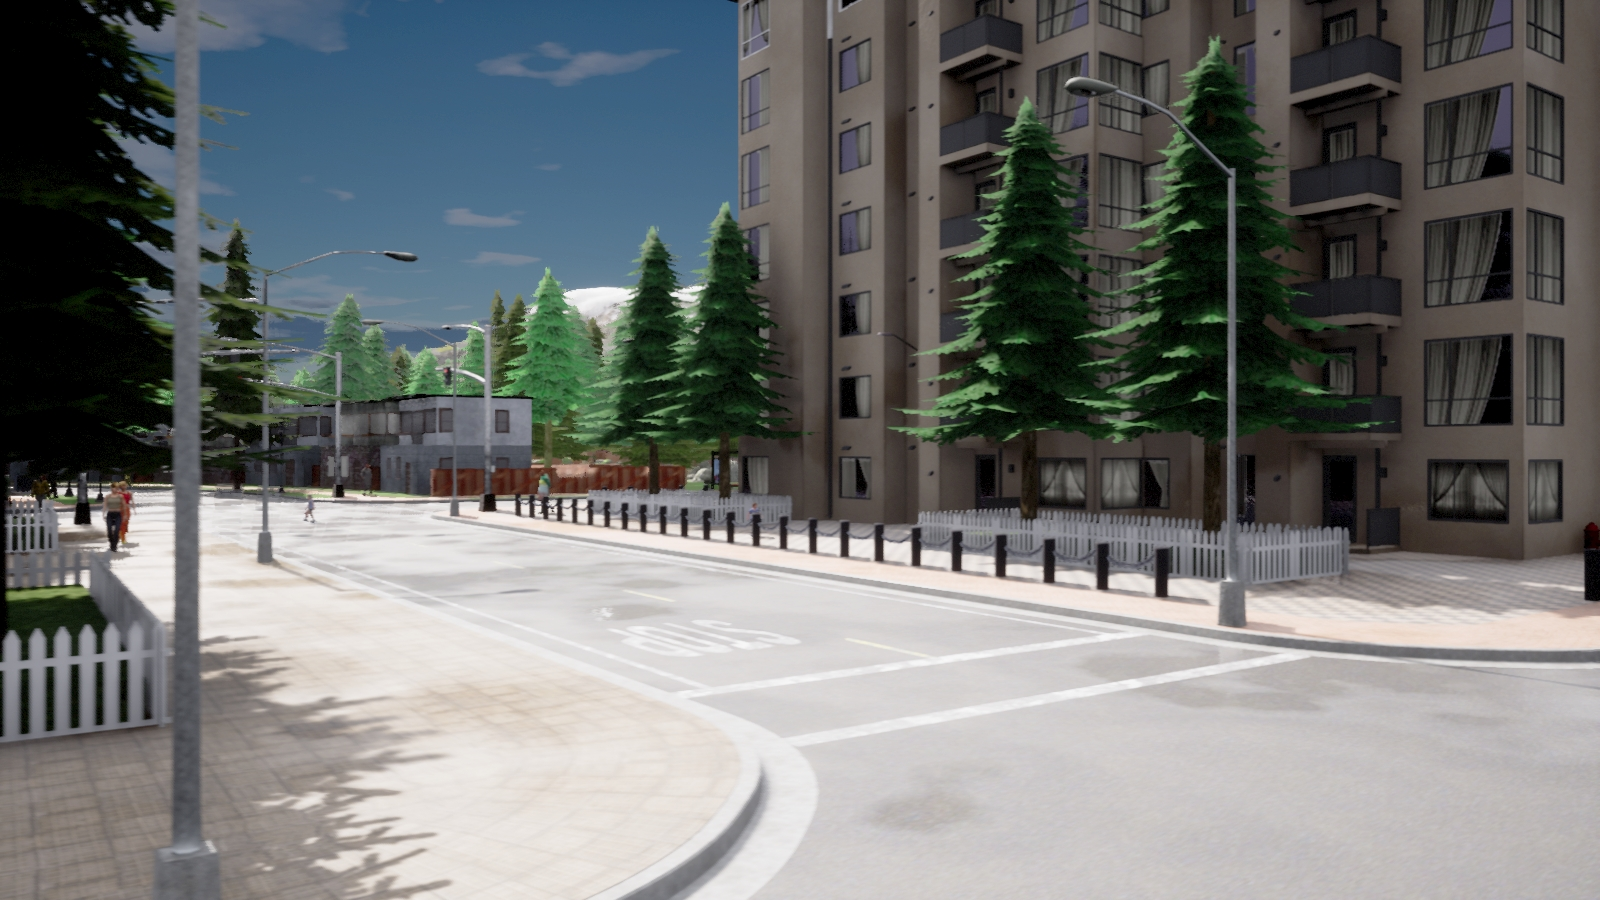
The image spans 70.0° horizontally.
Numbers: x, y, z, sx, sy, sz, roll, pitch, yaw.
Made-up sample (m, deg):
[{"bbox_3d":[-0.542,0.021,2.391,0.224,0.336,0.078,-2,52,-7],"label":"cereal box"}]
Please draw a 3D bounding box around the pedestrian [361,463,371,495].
[{"bbox_3d":[-24.913,1.661,65.590,0.375,1.860,0.375,0,0,42],"label":"pedestrian"}]

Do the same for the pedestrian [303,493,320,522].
[{"bbox_3d":[-18.913,2.223,44.223,0.500,1.100,0.500,0,0,-34],"label":"pedestrian"}]

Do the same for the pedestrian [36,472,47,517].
[{"bbox_3d":[-31.309,1.829,47.166,0.375,1.860,0.375,0,0,-34],"label":"pedestrian"}]

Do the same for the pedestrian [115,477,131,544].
[{"bbox_3d":[-19.090,1.689,32.225,0.375,1.860,0.375,0,0,-35],"label":"pedestrian"}]

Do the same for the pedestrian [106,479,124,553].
[{"bbox_3d":[-17.553,1.688,29.275,0.375,1.860,0.375,0,0,-32],"label":"pedestrian"}]

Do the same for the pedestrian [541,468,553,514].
[{"bbox_3d":[-10.470,1.684,47.260,0.375,1.860,0.375,0,0,-40],"label":"pedestrian"}]

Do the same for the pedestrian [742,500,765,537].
[{"bbox_3d":[-1.412,2.065,34.619,0.500,1.100,0.500,0,0,-32],"label":"pedestrian"}]

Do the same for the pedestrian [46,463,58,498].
[{"bbox_3d":[-40.345,1.659,61.631,0.375,1.860,0.375,0,0,25],"label":"pedestrian"}]
